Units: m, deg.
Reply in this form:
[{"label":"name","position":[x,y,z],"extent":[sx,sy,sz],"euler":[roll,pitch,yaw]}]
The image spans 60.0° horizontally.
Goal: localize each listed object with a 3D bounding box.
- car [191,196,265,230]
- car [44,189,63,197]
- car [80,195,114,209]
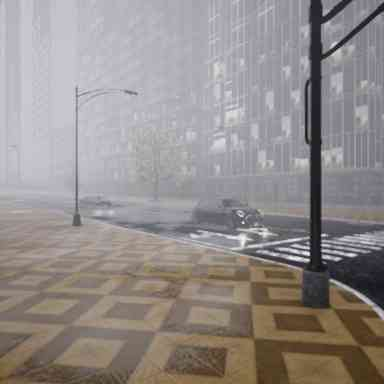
[{"label":"car","position":[1.999,1.106,19.280],"extent":[2.097,1.767,4.553],"euler":[0,1,-38]},{"label":"car","position":[-19.525,0.250,46.804],"extent":[1.812,1.442,4.674],"euler":[0,1,-38]},{"label":"car","position":[-9.862,1.002,34.338],"extent":[1.895,1.301,4.718],"euler":[0,1,-38]}]
